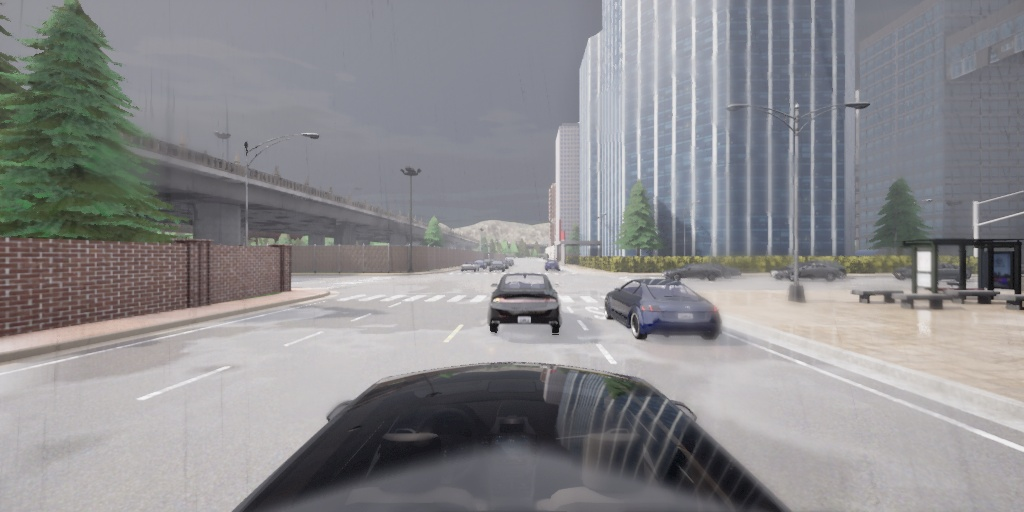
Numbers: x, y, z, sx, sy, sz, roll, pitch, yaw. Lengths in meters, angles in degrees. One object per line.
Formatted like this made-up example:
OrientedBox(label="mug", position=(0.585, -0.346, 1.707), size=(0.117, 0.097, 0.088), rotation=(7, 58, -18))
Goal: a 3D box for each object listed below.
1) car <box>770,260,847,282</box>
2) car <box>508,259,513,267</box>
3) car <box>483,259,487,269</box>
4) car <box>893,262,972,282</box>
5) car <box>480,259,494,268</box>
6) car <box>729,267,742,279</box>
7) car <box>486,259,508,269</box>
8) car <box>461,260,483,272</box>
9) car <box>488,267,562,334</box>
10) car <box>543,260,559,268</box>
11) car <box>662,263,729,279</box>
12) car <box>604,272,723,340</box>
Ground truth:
OrientedBox(label="car", position=(24.077, 1.313, 29.494), size=(4.902, 1.511, 2.128), rotation=(0, 0, 2))
OrientedBox(label="car", position=(-1.455, 1.326, 56.099), size=(2.033, 1.411, 5.357), rotation=(0, 0, 2))
OrientedBox(label="car", position=(-4.981, 1.303, 55.460), size=(1.812, 1.442, 4.674), rotation=(0, 0, 2))
OrientedBox(label="car", position=(33.959, 1.326, 29.063), size=(4.892, 1.490, 1.837), rotation=(0, 0, 3))
OrientedBox(label="car", position=(-4.554, 1.260, 65.234), size=(1.882, 1.535, 5.008), rotation=(0, 0, 3))
OrientedBox(label="car", position=(18.174, 1.370, 33.244), size=(5.357, 1.411, 2.033), rotation=(0, 0, 2))
OrientedBox(label="car", position=(-1.843, 1.299, 46.515), size=(1.812, 1.442, 4.674), rotation=(0, 0, 2))
OrientedBox(label="car", position=(-5.356, 1.374, 46.306), size=(1.895, 1.301, 4.718), rotation=(0, 0, 2))
OrientedBox(label="car", position=(0.383, 1.247, 10.660), size=(2.128, 1.511, 4.902), rotation=(0, 0, 2))
OrientedBox(label="car", position=(5.496, 1.301, 49.670), size=(1.812, 1.442, 4.674), rotation=(0, 0, 2))
OrientedBox(label="car", position=(14.957, 1.347, 29.863), size=(4.674, 1.442, 1.812), rotation=(0, 0, 3))
OrientedBox(label="car", position=(3.935, 1.319, 10.043), size=(1.994, 1.385, 4.181), rotation=(0, 0, 1))
